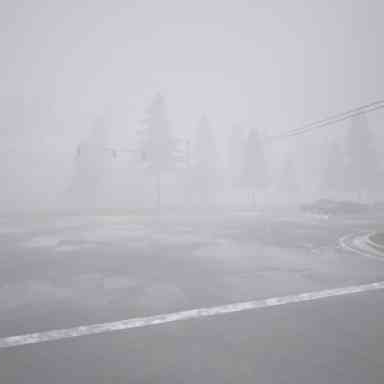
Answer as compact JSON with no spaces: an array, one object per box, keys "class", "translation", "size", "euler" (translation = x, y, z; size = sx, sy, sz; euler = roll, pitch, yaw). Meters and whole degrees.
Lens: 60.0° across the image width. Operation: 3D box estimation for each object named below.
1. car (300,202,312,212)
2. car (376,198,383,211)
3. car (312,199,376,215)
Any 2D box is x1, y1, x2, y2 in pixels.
[{"class":"car","translation":[14.294,1.478,36.652],"size":[5.008,1.535,1.882],"euler":[0,0,-17]},{"class":"car","translation":[23.177,1.491,39.287],"size":[4.902,1.511,2.128],"euler":[0,0,-16]},{"class":"car","translation":[15.158,1.547,33.265],"size":[5.357,1.411,2.033],"euler":[0,0,-17]}]
